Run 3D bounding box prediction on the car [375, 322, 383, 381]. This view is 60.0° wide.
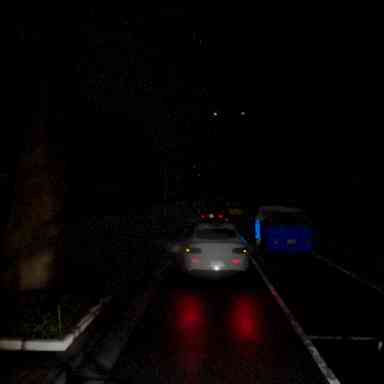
[{"bbox_3d":[2.880,1.565,2.118,2.008,1.369,4.403,1,0,3],"label":"car"}]

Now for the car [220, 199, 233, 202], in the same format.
[{"bbox_3d":[5.086,2.016,45.656,1.802,1.307,4.206,0,-1,3],"label":"car"}]

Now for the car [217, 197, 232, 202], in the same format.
[{"bbox_3d":[5.364,1.809,51.100,2.192,1.841,5.009,0,-1,3],"label":"car"}]

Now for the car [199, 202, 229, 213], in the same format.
[{"bbox_3d":[1.518,1.786,25.871,2.033,1.411,5.357,0,-1,3],"label":"car"}]

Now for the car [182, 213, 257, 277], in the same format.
[{"bbox_3d":[0.729,1.618,10.453,1.812,1.442,4.674,0,0,3],"label":"car"}]

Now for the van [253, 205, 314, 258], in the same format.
[{"bbox_3d":[3.434,1.452,13.004,1.690,1.788,3.998,1,0,3],"label":"van"}]

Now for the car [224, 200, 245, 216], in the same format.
[{"bbox_3d":[4.544,1.848,34.941,1.752,1.417,4.829,1,-1,3],"label":"car"}]

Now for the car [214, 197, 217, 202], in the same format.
[{"bbox_3d":[6.700,2.350,77.492,1.887,1.381,4.507,0,-1,3],"label":"car"}]
